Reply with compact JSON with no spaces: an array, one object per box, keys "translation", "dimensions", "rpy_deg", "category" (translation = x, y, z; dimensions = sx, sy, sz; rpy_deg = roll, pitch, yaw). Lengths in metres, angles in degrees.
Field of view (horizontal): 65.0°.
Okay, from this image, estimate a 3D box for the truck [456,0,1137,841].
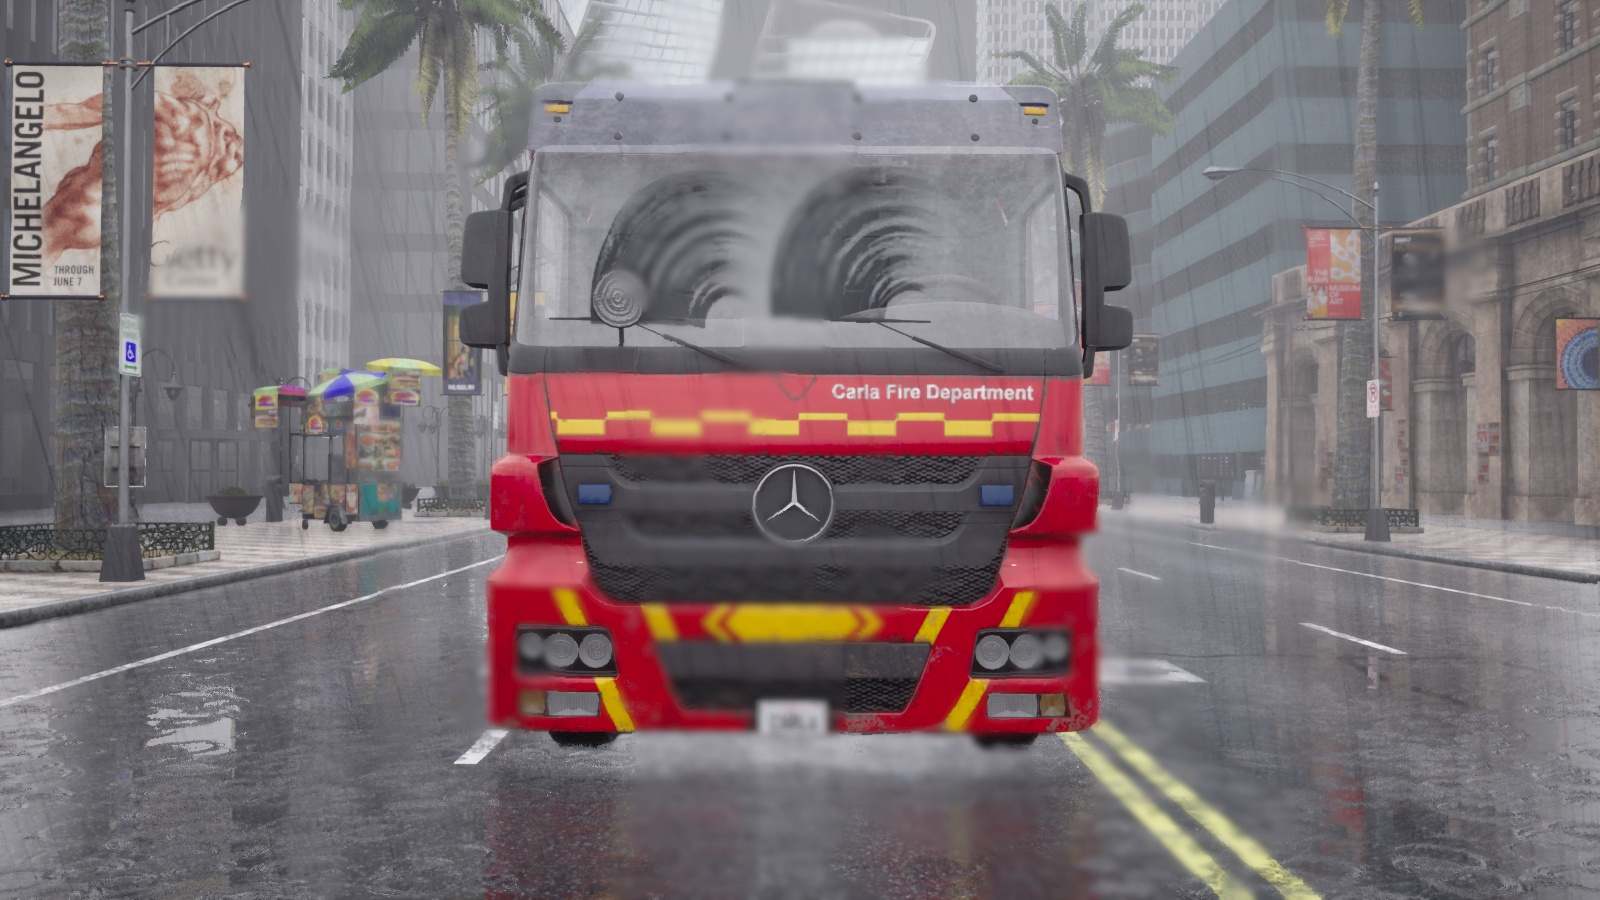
[{"translation":[-0.025,-0.189,9.594],"dimensions":[2.891,3.827,8.468],"rpy_deg":[0,-1,0],"category":"truck"}]
